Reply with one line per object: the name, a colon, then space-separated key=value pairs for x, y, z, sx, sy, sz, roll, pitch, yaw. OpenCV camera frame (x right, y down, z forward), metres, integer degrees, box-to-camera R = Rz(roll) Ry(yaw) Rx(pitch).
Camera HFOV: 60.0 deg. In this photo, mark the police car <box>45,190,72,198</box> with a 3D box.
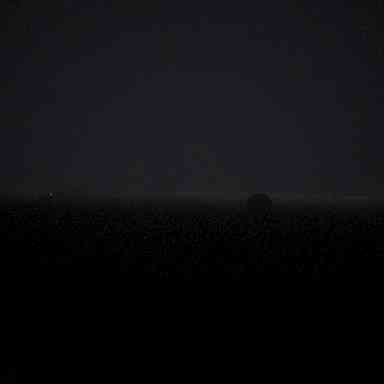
police car: x=-26.403 y=0.327 z=66.005 sx=1.930 sy=1.638 sz=5.238 roll=1 pitch=0 yaw=34
